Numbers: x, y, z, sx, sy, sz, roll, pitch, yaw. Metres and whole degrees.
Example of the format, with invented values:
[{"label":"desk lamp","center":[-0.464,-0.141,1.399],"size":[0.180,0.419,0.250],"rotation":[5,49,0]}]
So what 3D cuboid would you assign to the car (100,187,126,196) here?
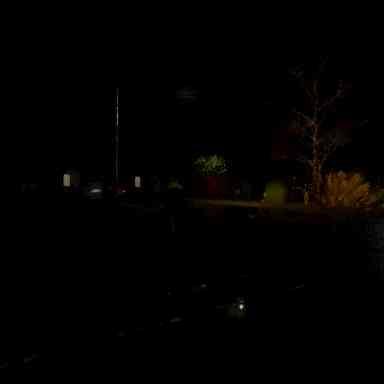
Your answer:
[{"label":"car","center":[-12.097,-0.126,51.642],"size":[1.895,1.301,4.718],"rotation":[0,2,-36]}]

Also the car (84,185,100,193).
[{"label":"car","center":[-17.932,-0.557,59.726],"size":[2.128,1.511,4.902],"rotation":[0,2,-36]}]
